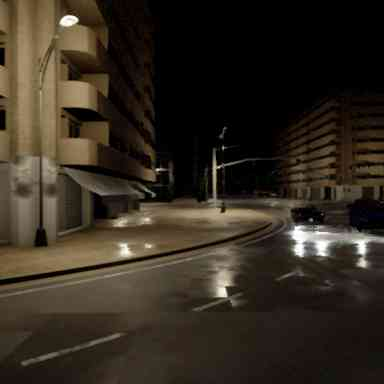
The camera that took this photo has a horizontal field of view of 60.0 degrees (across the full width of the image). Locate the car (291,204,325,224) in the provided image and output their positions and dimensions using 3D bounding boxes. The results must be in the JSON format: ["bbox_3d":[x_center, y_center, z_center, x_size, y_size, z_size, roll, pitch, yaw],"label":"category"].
[{"bbox_3d":[8.389,1.558,24.347,1.895,1.301,4.718,0,0,12],"label":"car"}]

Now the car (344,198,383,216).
[{"bbox_3d":[16.419,1.382,31.684,1.882,1.535,5.008,0,0,4],"label":"car"}]

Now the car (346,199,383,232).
[{"bbox_3d":[10.587,1.416,19.735,1.882,1.535,5.008,0,0,18],"label":"car"}]
